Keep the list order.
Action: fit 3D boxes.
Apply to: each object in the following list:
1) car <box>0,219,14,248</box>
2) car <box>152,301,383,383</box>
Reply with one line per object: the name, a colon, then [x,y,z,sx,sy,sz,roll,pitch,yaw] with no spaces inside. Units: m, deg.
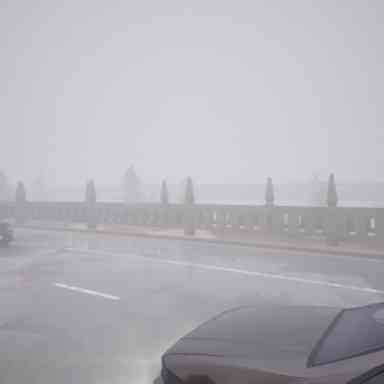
car: [-9.032,1.488,13.098,4.674,1.442,1.812,0,0,27]
car: [2.243,1.533,2.298,5.357,1.411,2.033,0,0,35]
